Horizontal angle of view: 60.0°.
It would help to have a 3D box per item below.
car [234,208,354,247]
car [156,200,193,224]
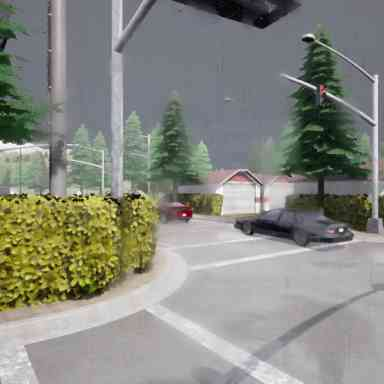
[{"bbox_3d":[4.264,1.421,14.795,2.033,1.411,5.357,0,2,-35],"label":"car"},{"bbox_3d":[-1.934,1.305,23.388,1.882,1.535,5.008,-1,1,-35],"label":"car"}]
